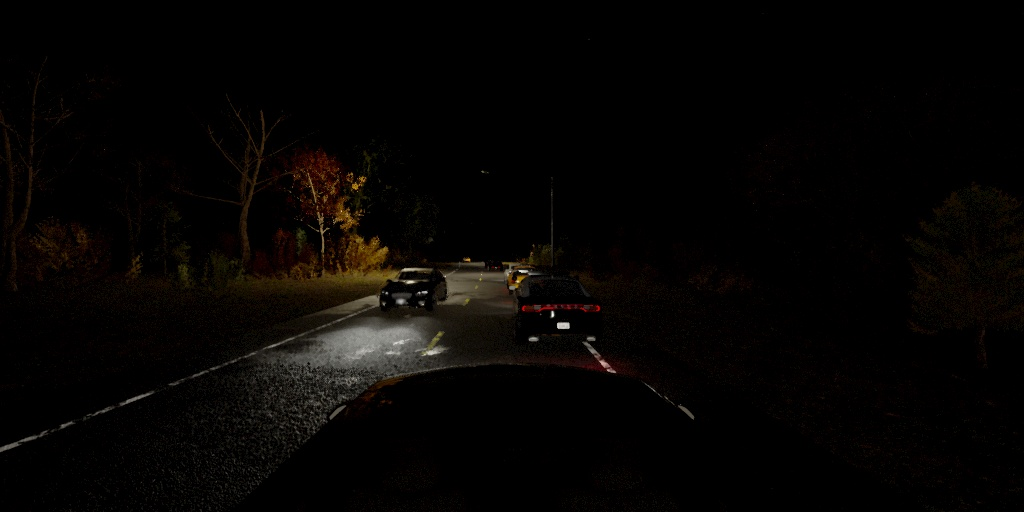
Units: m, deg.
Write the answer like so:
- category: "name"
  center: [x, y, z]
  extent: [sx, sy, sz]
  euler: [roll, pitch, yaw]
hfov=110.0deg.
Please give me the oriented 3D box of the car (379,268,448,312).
- category: "car"
  center: [-3.754, 1.239, 14.337]
  extent: [2.128, 1.511, 4.902]
  euler: [0, 0, -2]

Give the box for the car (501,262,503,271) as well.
- category: "car"
  center: [0.401, 1.264, 25.633]
  extent: [1.812, 1.442, 4.674]
  euler: [0, 0, -3]

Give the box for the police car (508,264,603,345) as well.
- category: "police car"
  center: [0.964, 1.174, 9.663]
  extent: [1.930, 1.638, 5.238]
  euler: [0, 0, -1]

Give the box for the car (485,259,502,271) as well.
- category: "car"
  center: [-2.226, 1.234, 47.620]
  extent: [1.837, 1.490, 4.892]
  euler: [0, 0, -5]

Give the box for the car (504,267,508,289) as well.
- category: "car"
  center: [0.667, 1.200, 19.795]
  extent: [1.801, 1.575, 5.366]
  euler: [0, 0, -2]
